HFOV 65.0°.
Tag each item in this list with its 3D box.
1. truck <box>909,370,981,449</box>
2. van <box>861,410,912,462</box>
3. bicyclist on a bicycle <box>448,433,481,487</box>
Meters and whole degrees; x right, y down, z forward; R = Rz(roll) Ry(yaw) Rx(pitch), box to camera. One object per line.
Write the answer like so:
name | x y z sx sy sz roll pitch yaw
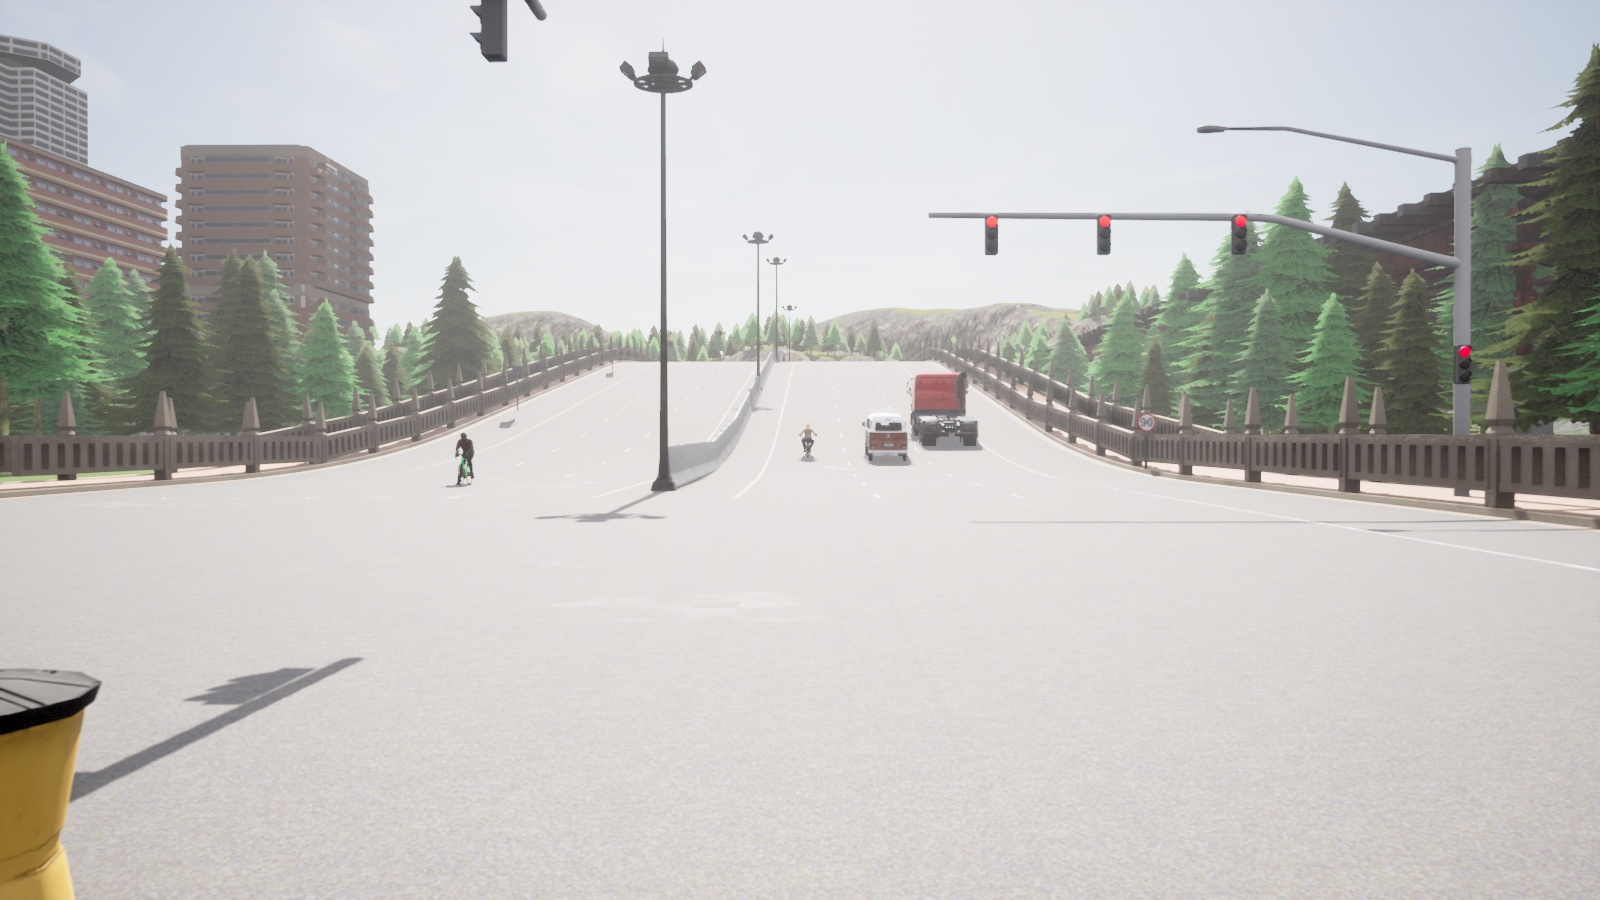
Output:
truck | 7.459 -2.238 65.491 2.891 3.462 7.936 0 7 1
van | 3.859 -0.664 56.687 2.069 2.038 4.480 0 5 1
bicyclist on a bicycle | -10.271 0.280 38.484 0.582 1.620 1.656 0 1 0
